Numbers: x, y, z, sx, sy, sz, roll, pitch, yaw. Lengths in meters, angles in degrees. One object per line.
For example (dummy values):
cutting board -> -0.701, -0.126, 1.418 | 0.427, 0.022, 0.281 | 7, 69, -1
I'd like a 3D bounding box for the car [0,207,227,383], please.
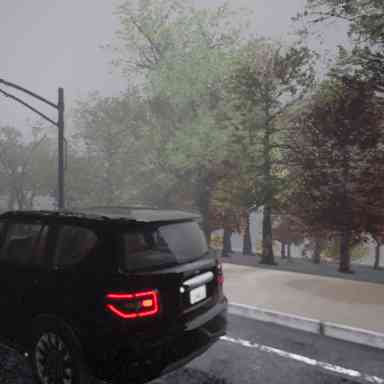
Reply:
car -> -2.156, 1.262, 5.245 | 5.566, 2.045, 2.150 | 0, 0, 34
